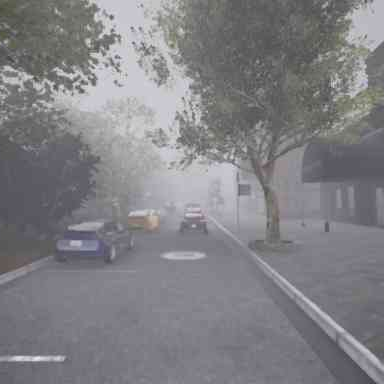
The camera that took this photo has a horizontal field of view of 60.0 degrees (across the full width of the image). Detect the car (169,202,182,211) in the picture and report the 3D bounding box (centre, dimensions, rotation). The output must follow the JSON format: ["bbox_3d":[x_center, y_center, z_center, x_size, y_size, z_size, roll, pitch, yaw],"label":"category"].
[{"bbox_3d":[-3.384,2.992,69.051,2.185,1.767,4.553,-1,-1,2],"label":"car"}]

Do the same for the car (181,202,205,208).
[{"bbox_3d":[0.111,2.171,38.856,2.150,2.045,5.566,0,-1,0],"label":"car"}]

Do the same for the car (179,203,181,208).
[{"bbox_3d":[-3.387,3.004,63.340,2.231,1.521,4.892,0,-1,2],"label":"car"}]

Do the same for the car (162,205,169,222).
[{"bbox_3d":[-3.637,2.184,29.686,2.097,1.535,5.008,0,-1,2],"label":"car"}]

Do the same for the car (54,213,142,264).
[{"bbox_3d":[-3.632,1.769,13.021,2.163,1.488,4.792,1,-2,2],"label":"car"}]

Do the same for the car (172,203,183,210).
[{"bbox_3d":[-3.141,3.235,74.749,2.097,1.535,5.008,0,-1,2],"label":"car"}]

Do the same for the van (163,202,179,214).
[{"bbox_3d":[-3.613,2.526,52.095,1.878,1.987,4.442,1,-1,2],"label":"van"}]

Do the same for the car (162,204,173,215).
[{"bbox_3d":[-3.638,2.362,35.290,2.163,1.488,4.792,0,-1,2],"label":"car"}]

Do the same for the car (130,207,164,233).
[{"bbox_3d":[-3.631,2.035,24.127,2.097,1.535,5.008,1,-2,2],"label":"car"}]

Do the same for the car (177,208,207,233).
[{"bbox_3d":[0.106,2.065,23.497,1.812,1.442,4.674,0,-2,0],"label":"car"}]
